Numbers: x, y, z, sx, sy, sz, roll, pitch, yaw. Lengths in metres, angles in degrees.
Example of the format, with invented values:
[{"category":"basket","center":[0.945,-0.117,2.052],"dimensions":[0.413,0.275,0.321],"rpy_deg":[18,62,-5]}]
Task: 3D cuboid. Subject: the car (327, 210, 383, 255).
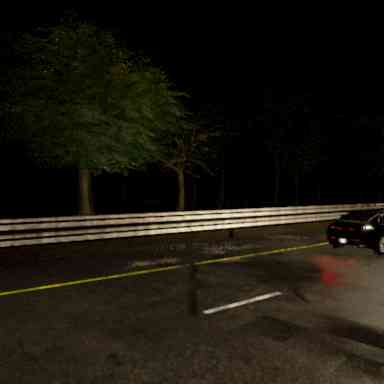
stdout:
[{"category":"car","center":[7.409,1.500,13.347],"dimensions":[4.892,1.490,1.837],"rpy_deg":[0,0,-35]}]
